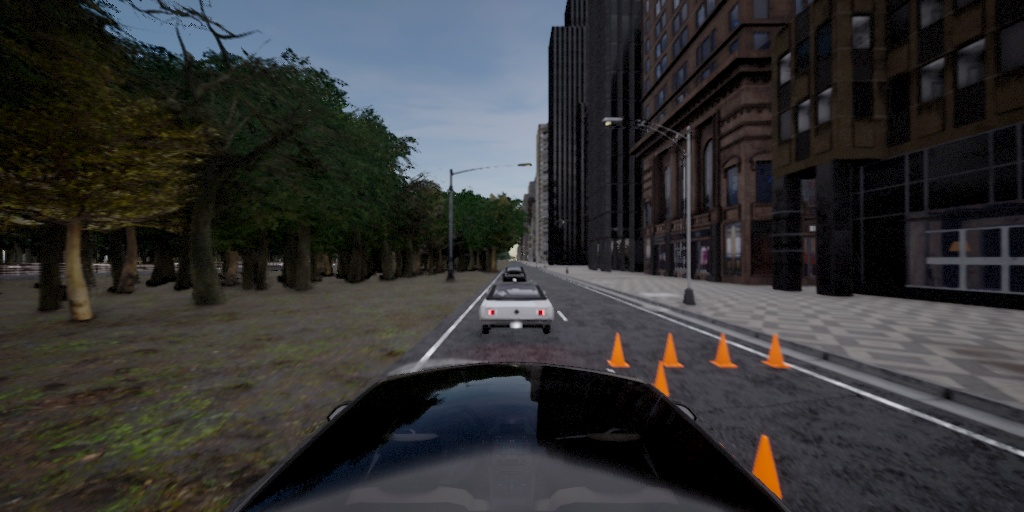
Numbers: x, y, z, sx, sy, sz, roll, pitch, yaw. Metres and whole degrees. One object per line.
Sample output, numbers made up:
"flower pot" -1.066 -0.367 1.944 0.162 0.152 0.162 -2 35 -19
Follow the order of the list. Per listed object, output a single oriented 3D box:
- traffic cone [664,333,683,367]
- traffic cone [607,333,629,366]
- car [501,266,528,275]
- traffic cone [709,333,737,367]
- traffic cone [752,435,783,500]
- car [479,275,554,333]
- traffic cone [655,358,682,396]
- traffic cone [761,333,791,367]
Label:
"traffic cone" 3.018 1.767 6.836 0.340 0.580 0.340 0 0 0
"traffic cone" 2.018 1.765 6.839 0.340 0.580 0.340 0 0 0
"car" 0.185 1.545 28.999 1.837 1.490 4.892 0 -1 0
"traffic cone" 4.018 1.770 6.832 0.340 0.580 0.340 0 0 0
"traffic cone" 2.004 1.722 2.839 0.340 0.580 0.340 0 0 0
"car" 0.122 1.451 11.100 1.895 1.301 4.718 0 -1 0
"traffic cone" 2.011 1.744 4.839 0.340 0.580 0.340 0 0 0
"traffic cone" 5.018 1.772 6.829 0.340 0.580 0.340 0 0 0
